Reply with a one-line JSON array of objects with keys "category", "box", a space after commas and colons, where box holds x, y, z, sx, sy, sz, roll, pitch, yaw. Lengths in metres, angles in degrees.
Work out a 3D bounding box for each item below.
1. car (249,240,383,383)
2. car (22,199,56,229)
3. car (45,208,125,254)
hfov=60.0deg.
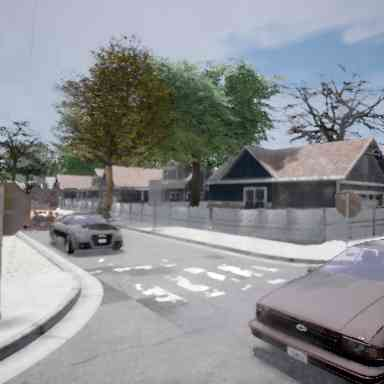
[{"category": "car", "box": [3.425, 1.558, 5.521, 5.357, 1.411, 2.033, 0, 0, -36]}, {"category": "car", "box": [-10.132, 1.368, 21.742, 2.097, 1.767, 4.553, 2, -1, -35]}, {"category": "car", "box": [-4.332, 1.559, 13.461, 1.994, 1.385, 4.181, 2, -1, -35]}]
